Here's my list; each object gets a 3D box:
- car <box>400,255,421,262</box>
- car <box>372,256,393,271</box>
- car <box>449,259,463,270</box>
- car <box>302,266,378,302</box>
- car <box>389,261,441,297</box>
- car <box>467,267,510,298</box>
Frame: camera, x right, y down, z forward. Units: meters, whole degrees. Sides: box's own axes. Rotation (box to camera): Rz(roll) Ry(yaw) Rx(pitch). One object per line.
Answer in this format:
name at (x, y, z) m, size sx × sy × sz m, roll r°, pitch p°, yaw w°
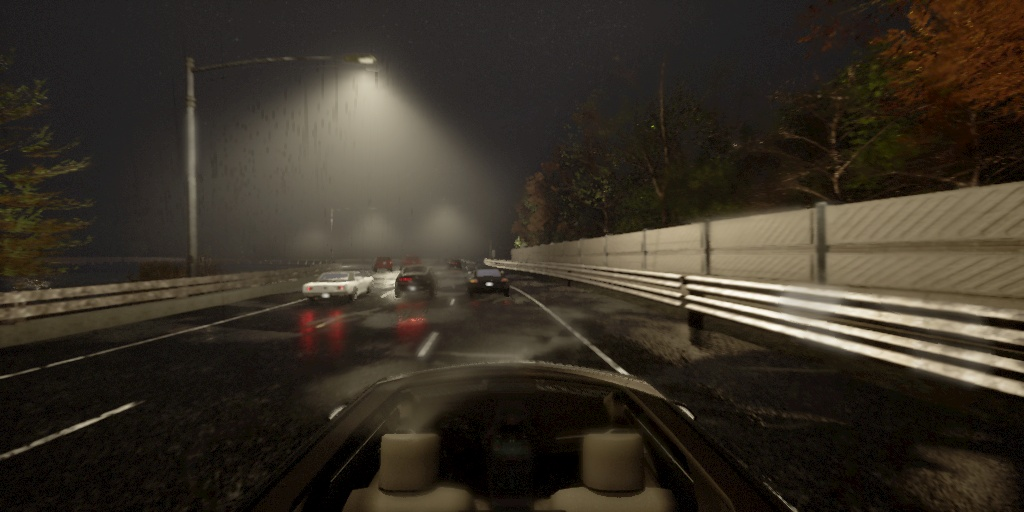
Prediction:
car at (-13.323, 0.924, 47.190) m, size 2.150 × 2.045 × 5.566 m, roll -1°, pitch 1°, yaw -25°
car at (-16.483, 0.975, 45.693) m, size 2.150 × 2.045 × 5.566 m, roll -1°, pitch 1°, yaw -25°
car at (-7.658, 1.121, 48.737) m, size 1.837 × 1.490 × 4.892 m, roll -1°, pitch 1°, yaw -9°
car at (-8.141, 1.382, 17.310) m, size 1.895 × 1.301 × 4.718 m, roll -1°, pitch 0°, yaw -8°
car at (-4.858, 1.234, 18.768) m, size 1.837 × 1.490 × 4.892 m, roll -1°, pitch 0°, yaw -8°
car at (-1.283, 1.247, 18.326) m, size 1.994 × 1.385 × 4.181 m, roll -1°, pitch 0°, yaw -8°
